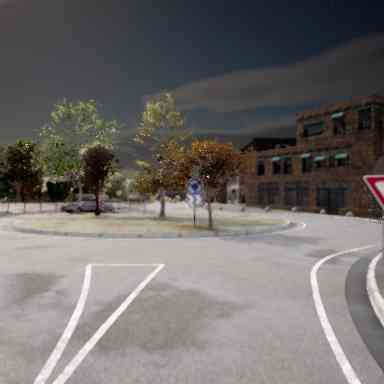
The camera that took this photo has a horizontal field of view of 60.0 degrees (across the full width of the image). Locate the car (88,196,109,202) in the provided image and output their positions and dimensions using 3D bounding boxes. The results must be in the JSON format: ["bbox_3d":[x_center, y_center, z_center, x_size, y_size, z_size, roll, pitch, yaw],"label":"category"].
[{"bbox_3d":[-25.657,2.043,91.489,5.366,1.575,1.946,0,-2,-2],"label":"car"}]

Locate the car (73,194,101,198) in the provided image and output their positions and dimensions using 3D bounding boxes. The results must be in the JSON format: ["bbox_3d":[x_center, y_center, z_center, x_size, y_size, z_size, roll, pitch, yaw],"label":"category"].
[{"bbox_3d":[-24.924,1.426,77.677,5.566,2.045,2.435,0,-1,-2],"label":"car"}]

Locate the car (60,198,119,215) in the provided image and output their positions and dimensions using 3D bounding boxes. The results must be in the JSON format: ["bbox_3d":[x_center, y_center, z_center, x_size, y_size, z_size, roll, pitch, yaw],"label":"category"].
[{"bbox_3d":[-10.868,1.593,34.840,5.357,1.411,2.033,1,-1,-42],"label":"car"}]

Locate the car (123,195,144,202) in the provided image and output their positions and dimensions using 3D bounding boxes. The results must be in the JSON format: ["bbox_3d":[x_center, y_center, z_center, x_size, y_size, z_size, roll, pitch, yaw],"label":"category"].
[{"bbox_3d":[-12.638,1.519,75.999,4.553,1.767,2.185,0,-1,-2],"label":"car"}]

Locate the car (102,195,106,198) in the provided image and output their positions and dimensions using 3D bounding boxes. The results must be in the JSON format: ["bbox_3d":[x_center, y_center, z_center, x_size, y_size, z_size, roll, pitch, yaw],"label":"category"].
[{"bbox_3d":[-25.144,1.548,83.134,5.566,2.045,2.435,0,-1,-2],"label":"car"}]

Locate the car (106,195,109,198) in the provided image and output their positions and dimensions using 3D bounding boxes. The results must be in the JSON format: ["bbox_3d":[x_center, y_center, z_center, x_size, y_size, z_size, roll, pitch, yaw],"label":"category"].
[{"bbox_3d":[-25.562,1.958,88.831,5.366,1.575,1.946,0,-2,-2],"label":"car"}]
